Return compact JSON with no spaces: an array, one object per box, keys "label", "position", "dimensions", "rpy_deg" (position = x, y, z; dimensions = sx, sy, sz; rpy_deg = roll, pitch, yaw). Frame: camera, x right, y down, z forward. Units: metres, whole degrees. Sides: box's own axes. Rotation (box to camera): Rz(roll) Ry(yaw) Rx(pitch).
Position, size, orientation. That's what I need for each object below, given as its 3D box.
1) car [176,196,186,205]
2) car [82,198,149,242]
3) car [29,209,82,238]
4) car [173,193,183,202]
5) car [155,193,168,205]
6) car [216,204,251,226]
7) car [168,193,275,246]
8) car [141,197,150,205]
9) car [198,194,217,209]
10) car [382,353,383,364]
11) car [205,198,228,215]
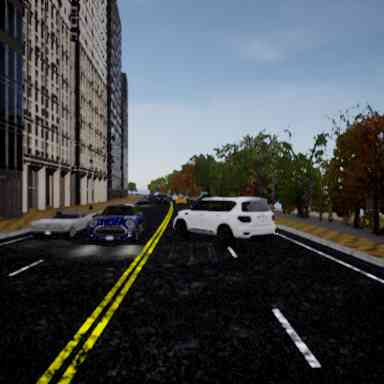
[{"label":"car","position":[-2.112,1.532,62.512],"dimensions":[1.882,1.535,5.008],"rpy_deg":[0,0,-4]},{"label":"car","position":[-3.536,1.373,16.380],"dimensions":[2.097,1.767,4.553],"rpy_deg":[0,0,-1]},{"label":"car","position":[-6.809,1.624,17.848],"dimensions":[1.895,1.301,4.718],"rpy_deg":[0,0,-1]},{"label":"car","position":[-3.333,1.278,77.862],"dimensions":[2.150,2.045,5.566],"rpy_deg":[0,0,-5]},{"label":"car","position":[-5.275,1.276,59.179],"dimensions":[2.150,2.045,5.566],"rpy_deg":[0,0,-3]},{"label":"car","position":[2.901,1.630,24.369],"dimensions":[1.895,1.301,4.718],"rpy_deg":[0,0,-2]},{"label":"car","position":[1.340,1.243,15.703],"dimensions":[2.150,2.045,5.566],"rpy_deg":[0,0,-35]},{"label":"car","position":[-8.560,1.603,59.721],"dimensions":[2.033,1.411,5.357],"rpy_deg":[0,0,-3]},{"label":"car","position":[2.042,1.268,46.466],"dimensions":[2.150,2.045,5.566],"rpy_deg":[0,0,-3]},{"label":"car","position":[3.245,1.567,2.230],"dimensions":[1.994,1.385,4.181],"rpy_deg":[0,0,0]},{"label":"car","position":[2.530,1.495,35.580],"dimensions":[1.801,1.575,5.366],"rpy_deg":[0,0,-2]}]
